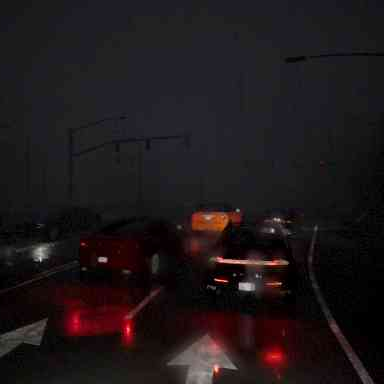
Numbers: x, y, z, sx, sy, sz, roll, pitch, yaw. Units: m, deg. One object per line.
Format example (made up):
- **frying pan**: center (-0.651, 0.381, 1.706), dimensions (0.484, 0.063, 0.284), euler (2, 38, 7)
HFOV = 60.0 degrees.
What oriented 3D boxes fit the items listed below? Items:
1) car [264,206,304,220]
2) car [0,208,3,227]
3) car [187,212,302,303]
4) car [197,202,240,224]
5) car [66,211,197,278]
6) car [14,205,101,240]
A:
- **car**: center (4.617, 1.505, 17.228), dimensions (1.837, 1.490, 4.892), euler (0, 0, 21)
- **car**: center (-11.331, 1.220, 14.917), dimensions (2.150, 2.045, 5.566), euler (0, 0, 19)
- **car**: center (1.548, 1.492, 8.347), dimensions (2.128, 1.511, 4.902), euler (0, 0, 13)
- **car**: center (1.568, 1.352, 18.892), dimensions (2.097, 1.767, 4.553), euler (0, 0, 20)
- **car**: center (-1.489, 1.478, 10.393), dimensions (1.882, 1.535, 5.008), euler (0, 0, 15)
- **car**: center (-6.761, 1.477, 17.339), dimensions (1.882, 1.535, 5.008), euler (0, 0, 21)
